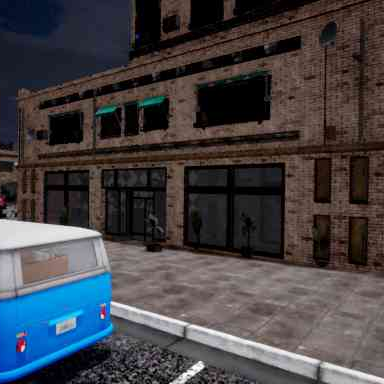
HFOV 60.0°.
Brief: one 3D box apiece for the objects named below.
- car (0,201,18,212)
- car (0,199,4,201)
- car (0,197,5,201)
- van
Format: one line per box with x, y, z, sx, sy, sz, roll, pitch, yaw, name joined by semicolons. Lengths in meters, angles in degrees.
-16.117;1.792;31.264;1.947;1.339;4.313;0;0;36;car
-21.779;1.684;33.341;1.994;1.385;4.181;1;0;36;car
-22.870;1.410;36.222;2.192;1.841;5.009;0;0;36;car
-2.989;1.340;4.993;3.998;1.788;1.690;0;1;36;van
